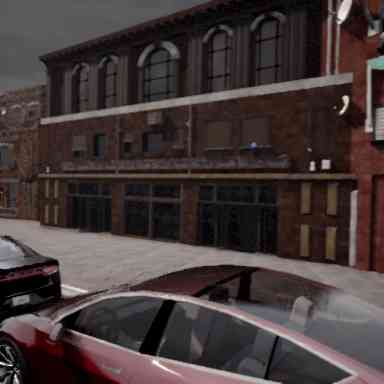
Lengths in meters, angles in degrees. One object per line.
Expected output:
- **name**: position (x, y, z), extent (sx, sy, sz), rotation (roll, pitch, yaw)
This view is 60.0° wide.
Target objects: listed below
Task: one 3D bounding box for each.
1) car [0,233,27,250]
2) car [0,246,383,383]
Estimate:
- **car**: position (-4.617, 1.482, 6.408), extent (5.008, 1.535, 2.097), rotation (0, 0, 34)
- **car**: position (-0.073, 1.509, 3.321), extent (4.792, 1.488, 2.163), rotation (0, 0, 36)
